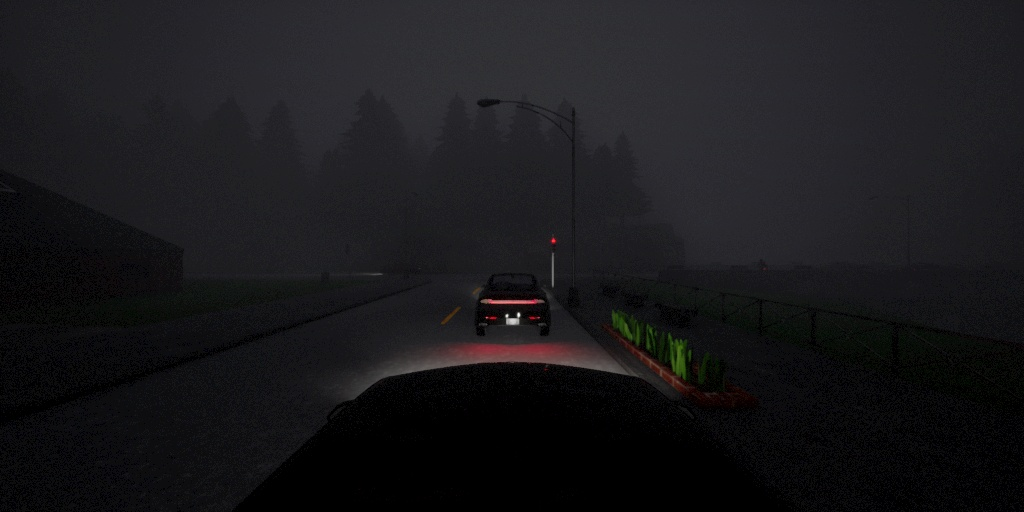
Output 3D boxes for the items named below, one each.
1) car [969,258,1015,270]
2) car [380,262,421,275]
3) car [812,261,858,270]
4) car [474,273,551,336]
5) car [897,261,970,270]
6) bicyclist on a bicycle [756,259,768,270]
[{"bbox_3d":[50.442,0.894,38.611,5.357,1.411,2.033,0,0,0],"label":"car"},{"bbox_3d":[-11.971,1.303,38.670,4.181,1.385,1.994,0,0,3],"label":"car"},{"bbox_3d":[35.008,1.287,38.747,5.357,1.411,2.033,0,0,0],"label":"car"},{"bbox_3d":[0.022,1.239,10.375,2.128,1.511,4.902,0,0,0],"label":"car"},{"bbox_3d":[40.461,1.341,34.637,4.718,1.301,1.895,0,0,0],"label":"car"},{"bbox_3d":[21.220,1.091,30.390,0.582,1.620,1.656,0,0,0],"label":"bicyclist on a bicycle"}]
